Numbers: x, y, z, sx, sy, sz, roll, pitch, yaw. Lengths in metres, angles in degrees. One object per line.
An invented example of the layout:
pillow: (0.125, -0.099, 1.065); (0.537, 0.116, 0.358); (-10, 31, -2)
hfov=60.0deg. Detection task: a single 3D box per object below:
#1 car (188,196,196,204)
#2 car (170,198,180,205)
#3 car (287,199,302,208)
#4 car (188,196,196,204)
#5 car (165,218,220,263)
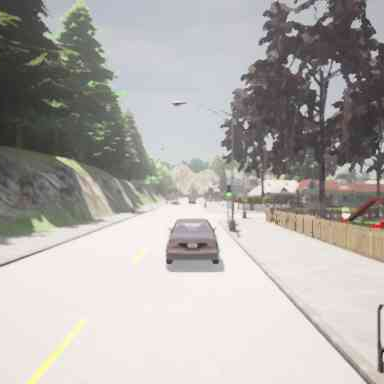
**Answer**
car: (0.014, 2.195, 94.060); (2.150, 2.045, 5.566); (0, -1, 0)
car: (-3.989, 2.159, 77.134); (2.097, 1.767, 4.553); (0, -1, 0)
car: (15.794, 1.846, 52.300); (1.994, 1.381, 4.181); (0, -1, 0)
car: (0.012, 2.419, 84.153); (1.994, 1.385, 4.181); (0, -1, 0)
car: (0.012, 1.680, 12.526); (2.033, 1.411, 5.357); (0, -1, 0)
